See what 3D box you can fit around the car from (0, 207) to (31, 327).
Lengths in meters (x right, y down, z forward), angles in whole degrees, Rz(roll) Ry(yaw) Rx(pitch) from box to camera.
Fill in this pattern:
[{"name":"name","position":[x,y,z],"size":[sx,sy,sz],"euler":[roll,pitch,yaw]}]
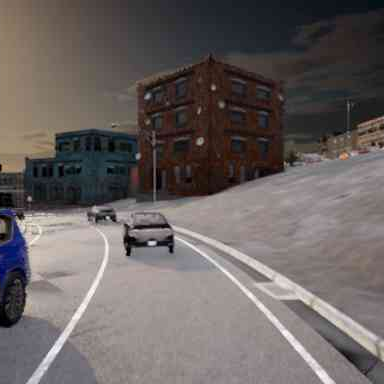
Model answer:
[{"name":"car","position":[-3.949,1.259,4.106],"size":[2.150,2.045,5.566],"euler":[0,0,-5]}]

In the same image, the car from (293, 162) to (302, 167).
[{"name":"car","position":[23.641,-5.525,70.534],"size":[2.002,1.452,4.674],"euler":[0,1,1]}]

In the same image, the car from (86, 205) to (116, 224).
[{"name":"car","position":[-8.093,1.945,29.505],"size":[1.837,1.490,4.892],"euler":[-1,-1,-29]}]

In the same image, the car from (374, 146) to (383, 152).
[{"name":"car","position":[23.012,-4.817,37.294],"size":[2.002,1.452,4.674],"euler":[0,1,1]}]

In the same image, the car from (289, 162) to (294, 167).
[{"name":"car","position":[23.743,-5.915,76.014],"size":[2.435,2.045,5.566],"euler":[0,1,1]}]

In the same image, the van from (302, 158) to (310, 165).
[{"name":"van","position":[23.533,-5.683,64.888],"size":[1.878,1.987,4.442],"euler":[0,1,1]}]

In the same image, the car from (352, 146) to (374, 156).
[{"name":"car","position":[23.118,-5.114,42.964],"size":[2.185,1.767,4.553],"euler":[0,1,1]}]

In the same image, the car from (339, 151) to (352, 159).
[{"name":"car","position":[23.223,-5.238,48.482],"size":[2.185,1.767,4.553],"euler":[0,1,1]}]

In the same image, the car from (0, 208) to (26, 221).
[{"name":"car","position":[-23.657,2.914,42.908],"size":[5.357,1.411,2.033],"euler":[-4,-1,41]}]

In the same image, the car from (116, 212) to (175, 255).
[{"name":"car","position":[-1.928,1.588,13.885],"size":[2.128,1.511,4.902],"euler":[-1,-1,-13]}]

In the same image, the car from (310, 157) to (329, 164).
[{"name":"car","position":[23.431,-5.347,59.497],"size":[2.231,1.521,4.892],"euler":[0,1,1]}]
